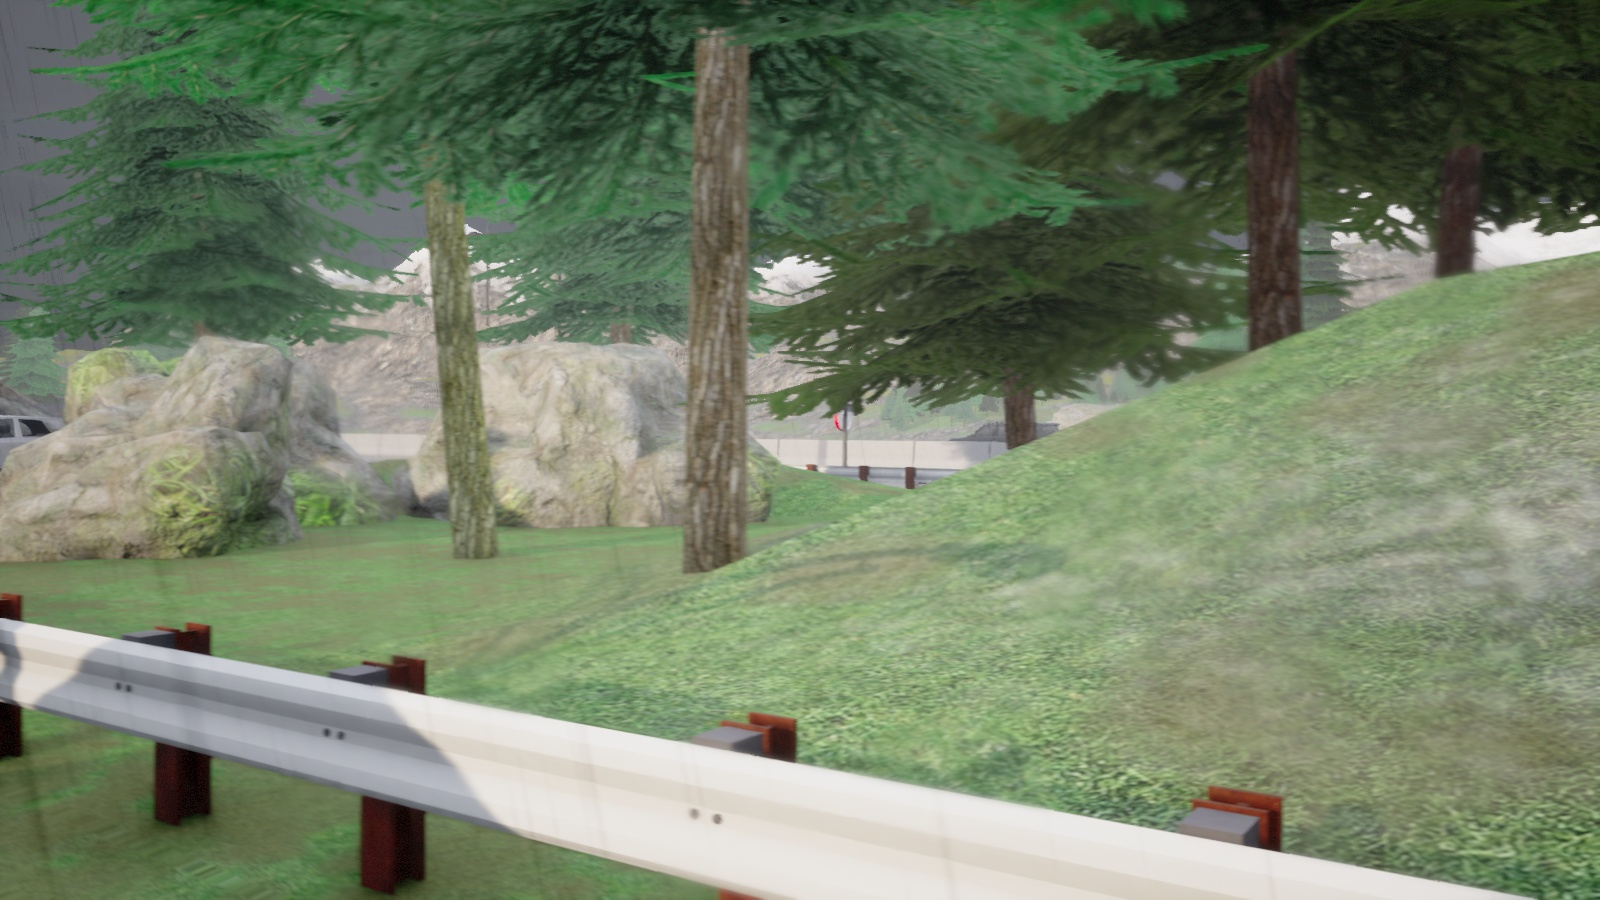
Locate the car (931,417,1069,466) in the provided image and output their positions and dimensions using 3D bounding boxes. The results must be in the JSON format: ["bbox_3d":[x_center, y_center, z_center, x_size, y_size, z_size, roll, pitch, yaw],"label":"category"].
[{"bbox_3d":[8.722,-0.375,55.012,5.566,2.045,2.150,0,1,33],"label":"car"}]

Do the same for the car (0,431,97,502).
[{"bbox_3d":[-17.651,0.340,27.346,1.845,1.501,3.633,0,1,33],"label":"car"}]
